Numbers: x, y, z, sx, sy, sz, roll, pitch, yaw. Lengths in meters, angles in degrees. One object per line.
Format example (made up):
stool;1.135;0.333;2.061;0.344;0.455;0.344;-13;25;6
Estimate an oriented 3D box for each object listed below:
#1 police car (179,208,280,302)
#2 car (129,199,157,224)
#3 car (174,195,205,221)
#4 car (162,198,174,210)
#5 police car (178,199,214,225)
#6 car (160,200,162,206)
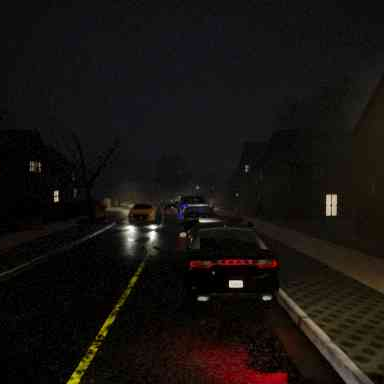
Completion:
police car;0.715;1.426;8.466;1.930;1.638;5.238;0;0;-1
car;-3.753;1.534;25.815;1.882;1.535;5.008;0;0;-4
car;-0.010;1.263;24.474;2.150;2.045;5.566;0;0;-4
car;-2.805;1.742;45.610;1.895;1.301;4.718;0;0;-7
police car;0.337;1.445;18.525;1.930;1.638;5.238;0;0;-3
car;-4.305;1.783;56.726;1.994;1.385;4.181;0;0;-9
